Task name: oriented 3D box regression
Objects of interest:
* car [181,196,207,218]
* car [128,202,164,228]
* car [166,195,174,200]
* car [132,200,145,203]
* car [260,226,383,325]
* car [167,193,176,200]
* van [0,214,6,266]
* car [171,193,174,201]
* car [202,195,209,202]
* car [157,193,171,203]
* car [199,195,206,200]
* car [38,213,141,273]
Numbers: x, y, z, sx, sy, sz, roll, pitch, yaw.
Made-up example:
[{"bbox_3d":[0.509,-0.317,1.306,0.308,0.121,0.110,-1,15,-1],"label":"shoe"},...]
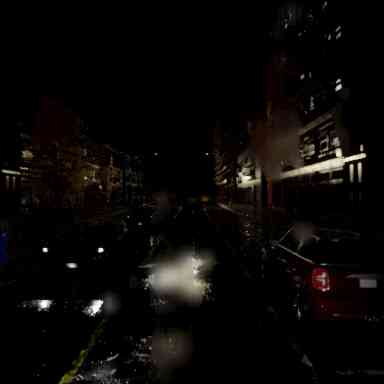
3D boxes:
[{"bbox_3d":[0.057,1.432,29.115,1.882,1.535,5.008,0,0,0],"label":"car"},{"bbox_3d":[-3.051,1.566,21.908,1.895,1.301,4.718,0,0,0],"label":"car"},{"bbox_3d":[-5.666,1.439,86.605,1.947,1.339,4.313,1,0,0],"label":"car"},{"bbox_3d":[-5.673,1.527,35.425,1.802,1.307,4.206,1,0,0],"label":"car"},{"bbox_3d":[2.706,1.429,7.051,1.967,1.590,4.097,1,0,0],"label":"car"},{"bbox_3d":[-5.661,1.181,92.291,2.192,1.841,5.009,1,0,0],"label":"car"},{"bbox_3d":[-5.672,1.330,6.992,1.690,1.788,3.998,1,0,0],"label":"van"},{"bbox_3d":[-5.668,1.454,75.232,1.947,1.339,4.313,1,0,0],"label":"car"},{"bbox_3d":[2.712,1.420,69.775,1.752,1.417,4.829,1,0,0],"label":"car"},{"bbox_3d":[-5.667,1.343,63.858,1.967,1.590,4.097,1,0,0],"label":"car"},{"bbox_3d":[2.713,1.455,86.665,1.802,1.307,4.206,1,0,0],"label":"car"},{"bbox_3d":[-3.080,1.584,10.766,1.895,1.301,4.718,0,0,0],"label":"car"}]
